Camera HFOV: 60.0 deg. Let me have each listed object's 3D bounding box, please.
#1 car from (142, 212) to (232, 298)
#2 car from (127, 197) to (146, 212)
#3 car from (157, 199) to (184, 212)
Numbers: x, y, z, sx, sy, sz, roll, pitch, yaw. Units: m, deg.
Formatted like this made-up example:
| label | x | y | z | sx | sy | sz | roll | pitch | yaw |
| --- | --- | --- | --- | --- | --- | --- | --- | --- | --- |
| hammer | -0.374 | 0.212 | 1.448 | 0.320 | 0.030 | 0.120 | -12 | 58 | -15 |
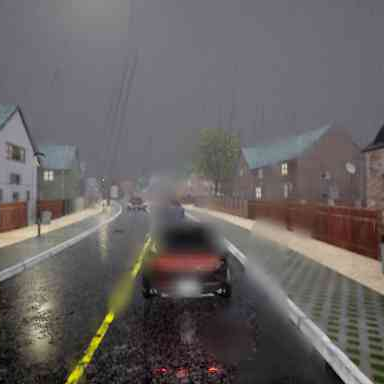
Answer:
| label | x | y | z | sx | sy | sz | roll | pitch | yaw |
| --- | --- | --- | --- | --- | --- | --- | --- | --- | --- |
| car | -0.161 | 1.494 | 8.497 | 1.837 | 1.490 | 4.892 | 0 | 0 | -2 |
| car | -6.571 | 1.394 | 39.352 | 2.097 | 1.767 | 4.553 | 0 | 0 | -10 |
| car | -1.847 | 1.362 | 27.956 | 2.097 | 1.767 | 4.553 | 0 | 0 | -7 |
